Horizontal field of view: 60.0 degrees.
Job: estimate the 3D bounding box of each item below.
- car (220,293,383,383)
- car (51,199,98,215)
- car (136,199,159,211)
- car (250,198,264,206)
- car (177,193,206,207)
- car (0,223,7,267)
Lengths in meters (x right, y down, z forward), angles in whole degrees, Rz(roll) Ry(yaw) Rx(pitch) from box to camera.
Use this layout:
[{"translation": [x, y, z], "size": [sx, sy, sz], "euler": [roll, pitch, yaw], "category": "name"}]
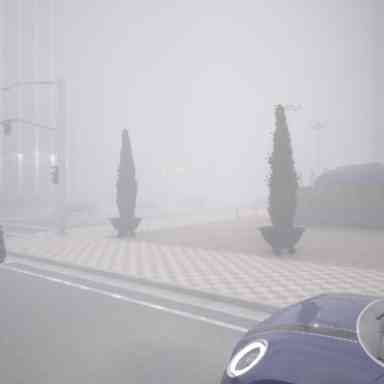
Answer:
[{"translation": [2.429, 1.351, 2.260], "size": [4.553, 1.767, 2.097], "euler": [0, 0, 36], "category": "car"}, {"translation": [-11.759, 1.502, 33.571], "size": [2.128, 1.511, 4.902], "euler": [0, 0, 35], "category": "car"}, {"translation": [-6.066, 1.575, 41.711], "size": [1.994, 1.385, 4.181], "euler": [0, 0, 35], "category": "car"}, {"translation": [11.183, 1.609, 53.839], "size": [1.895, 1.301, 4.718], "euler": [0, 0, 35], "category": "car"}, {"translation": [0.015, 1.232, 50.396], "size": [2.150, 2.045, 5.566], "euler": [0, 0, 35], "category": "car"}, {"translation": [-7.332, 1.226, 9.212], "size": [5.566, 2.045, 2.150], "euler": [0, 0, 36], "category": "car"}]
